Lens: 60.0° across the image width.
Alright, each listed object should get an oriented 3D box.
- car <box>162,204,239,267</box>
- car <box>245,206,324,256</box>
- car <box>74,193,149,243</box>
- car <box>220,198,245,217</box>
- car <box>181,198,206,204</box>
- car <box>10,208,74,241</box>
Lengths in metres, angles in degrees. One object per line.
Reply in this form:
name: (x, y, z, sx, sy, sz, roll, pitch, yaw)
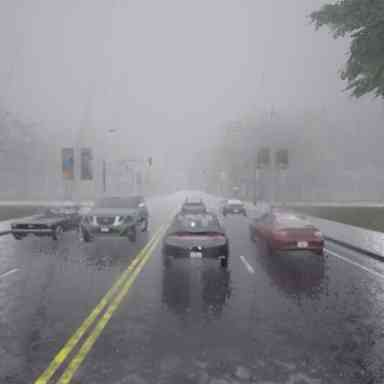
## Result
car: (0.109, 1.379, 10.944, 2.128, 1.511, 4.902, 0, 1, 0)
car: (3.358, 1.398, 12.390, 1.812, 1.442, 4.674, 0, 1, 0)
car: (-3.335, 1.062, 15.524, 2.150, 2.045, 5.566, 0, 1, 0)
car: (3.377, 1.248, 27.792, 1.812, 1.442, 4.674, 0, 0, 0)
car: (0.125, 1.220, 27.072, 2.128, 1.511, 4.902, 0, 1, 0)
car: (-6.589, 1.438, 15.838, 1.895, 1.301, 4.718, 0, 1, 0)
